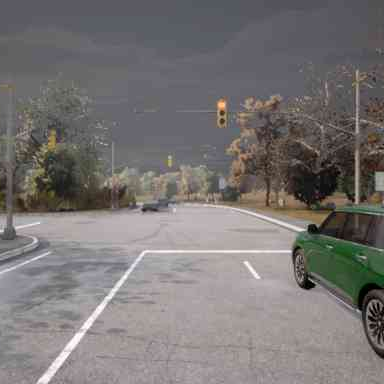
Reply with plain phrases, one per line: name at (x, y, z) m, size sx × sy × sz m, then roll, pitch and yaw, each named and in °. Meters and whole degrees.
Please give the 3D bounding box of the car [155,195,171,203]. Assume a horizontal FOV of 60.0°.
car at (-4.986, 1.432, 53.305) m, size 2.150 × 2.045 × 5.566 m, roll 0°, pitch 0°, yaw -7°

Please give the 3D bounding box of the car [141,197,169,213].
car at (-4.334, 1.575, 37.617) m, size 2.033 × 1.411 × 5.357 m, roll 0°, pitch 0°, yaw 4°

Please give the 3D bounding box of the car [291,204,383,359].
car at (3.582, 1.221, 6.066) m, size 2.150 × 2.045 × 5.566 m, roll 0°, pitch 0°, yaw 0°

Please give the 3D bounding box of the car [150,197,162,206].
car at (-7.527, 1.917, 69.046) m, size 2.097 × 1.767 × 4.553 m, roll 0°, pitch -1°, yaw -13°

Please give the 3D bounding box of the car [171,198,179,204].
car at (-4.656, 2.359, 82.987) m, size 2.128 × 1.511 × 4.902 m, roll 0°, pitch -1°, yaw -22°
